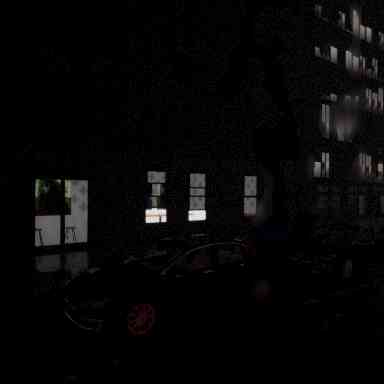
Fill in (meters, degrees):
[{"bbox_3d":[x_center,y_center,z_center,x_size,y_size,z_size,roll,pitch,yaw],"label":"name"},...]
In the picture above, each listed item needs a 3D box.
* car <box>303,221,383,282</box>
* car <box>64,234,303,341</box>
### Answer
[{"bbox_3d":[4.495,1.550,9.712,4.403,1.369,2.008,0,0,-35],"label":"car"},{"bbox_3d":[-0.140,1.551,6.436,4.403,1.369,2.008,0,0,-35],"label":"car"}]
